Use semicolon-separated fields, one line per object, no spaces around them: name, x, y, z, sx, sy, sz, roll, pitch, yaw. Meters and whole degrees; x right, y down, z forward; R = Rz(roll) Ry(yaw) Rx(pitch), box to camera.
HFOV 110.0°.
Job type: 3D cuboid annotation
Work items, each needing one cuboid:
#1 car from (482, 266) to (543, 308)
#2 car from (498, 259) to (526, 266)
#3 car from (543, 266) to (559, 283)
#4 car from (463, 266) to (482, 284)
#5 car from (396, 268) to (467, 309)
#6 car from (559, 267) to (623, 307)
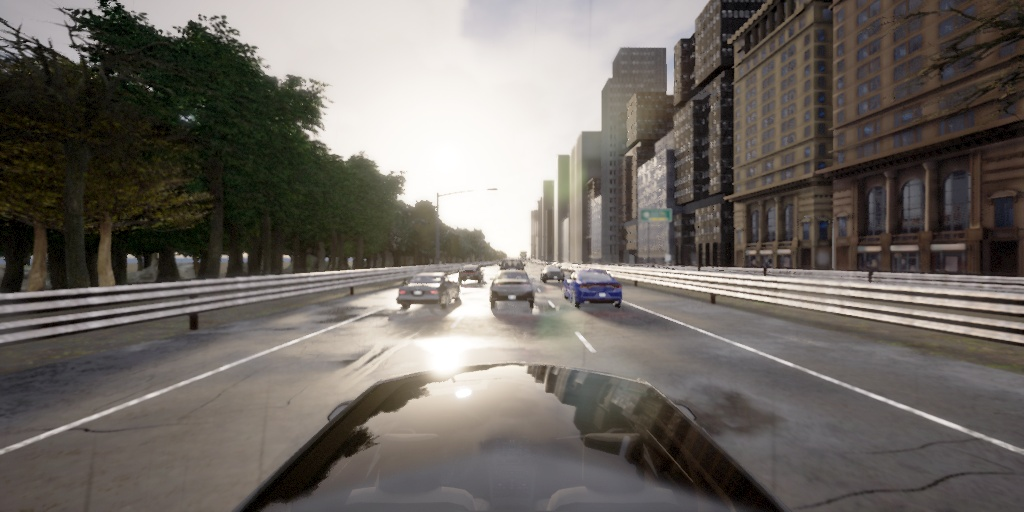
car;0.011;1.385;16.131;2.128;1.511;4.902;0;0;0
car;0.015;1.268;30.855;2.150;2.045;5.566;0;0;0
car;3.519;1.581;31.211;1.812;1.442;4.674;0;0;0
car;-3.482;1.562;31.137;1.837;1.490;4.892;0;0;0
car;-3.493;1.436;15.826;2.033;1.411;5.357;0;-1;0
car;3.513;1.372;16.325;1.882;1.535;5.008;0;0;0
